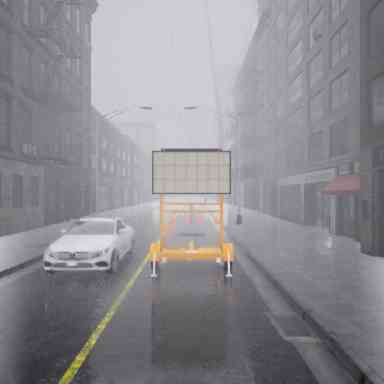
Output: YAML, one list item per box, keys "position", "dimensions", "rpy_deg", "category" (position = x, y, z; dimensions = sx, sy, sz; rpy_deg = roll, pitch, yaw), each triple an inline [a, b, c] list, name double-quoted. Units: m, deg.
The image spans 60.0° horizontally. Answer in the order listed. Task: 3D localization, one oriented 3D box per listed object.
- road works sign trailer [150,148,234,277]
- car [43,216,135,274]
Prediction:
- position: [-0.014, 0.468, 10.262]
  dimensions: [2.380, 3.560, 2.880]
  rpy_deg: [0, 0, 0]
  category: "road works sign trailer"
- position: [-3.015, 1.529, 10.663]
  dimensions: [1.812, 1.442, 4.674]
  rpy_deg: [0, 0, 0]
  category: "car"
